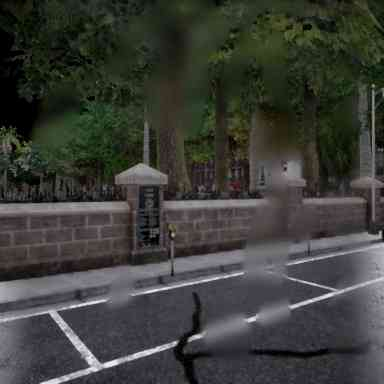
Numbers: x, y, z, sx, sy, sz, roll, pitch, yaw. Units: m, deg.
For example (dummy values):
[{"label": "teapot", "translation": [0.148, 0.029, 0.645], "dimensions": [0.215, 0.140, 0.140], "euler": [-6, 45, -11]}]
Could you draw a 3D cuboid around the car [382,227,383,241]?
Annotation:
[{"label": "car", "translation": [9.760, 1.309, 13.509], "dimensions": [5.009, 1.841, 2.192], "euler": [0, 0, -36]}]
